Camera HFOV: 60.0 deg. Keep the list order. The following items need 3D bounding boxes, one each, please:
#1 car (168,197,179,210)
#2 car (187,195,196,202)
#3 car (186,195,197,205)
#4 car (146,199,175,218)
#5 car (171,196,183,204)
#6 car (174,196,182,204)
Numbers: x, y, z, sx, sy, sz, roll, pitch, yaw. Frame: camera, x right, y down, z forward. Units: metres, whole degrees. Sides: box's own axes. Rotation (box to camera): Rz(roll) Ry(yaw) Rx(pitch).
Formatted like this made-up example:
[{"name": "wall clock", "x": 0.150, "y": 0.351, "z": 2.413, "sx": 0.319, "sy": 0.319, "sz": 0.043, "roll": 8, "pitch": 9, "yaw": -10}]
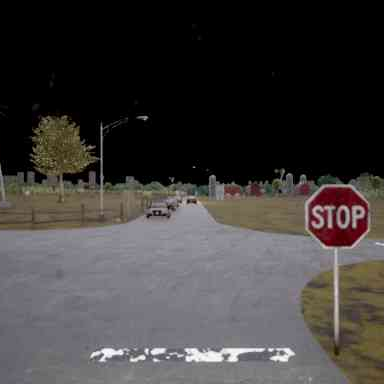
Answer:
[{"name": "car", "x": -2.880, "y": 1.606, "z": 39.434, "sx": 1.895, "sy": 1.301, "sz": 4.718, "roll": 0, "pitch": 0, "yaw": 0}, {"name": "car", "x": -0.080, "y": 1.425, "z": 71.253, "sx": 1.994, "sy": 1.385, "sz": 4.181, "roll": 0, "pitch": 0, "yaw": 0}, {"name": "car", "x": -0.068, "y": 1.502, "z": 60.827, "sx": 1.882, "sy": 1.535, "sz": 5.008, "roll": 0, "pitch": 0, "yaw": 0}, {"name": "car", "x": -2.869, "y": 1.567, "z": 29.514, "sx": 1.994, "sy": 1.385, "sz": 4.181, "roll": 0, "pitch": 0, "yaw": 0}, {"name": "car", "x": -2.836, "y": 1.506, "z": 63.892, "sx": 1.882, "sy": 1.535, "sz": 5.008, "roll": 0, "pitch": 0, "yaw": 0}, {"name": "car", "x": -2.886, "y": 1.503, "z": 49.695, "sx": 2.128, "sy": 1.511, "sz": 4.902, "roll": 0, "pitch": 0, "yaw": 1}]
